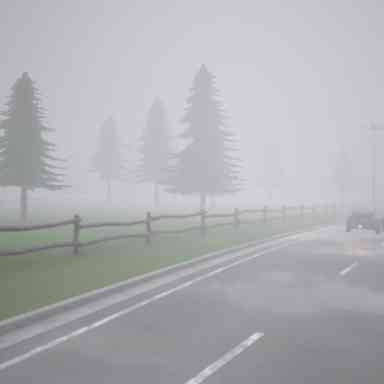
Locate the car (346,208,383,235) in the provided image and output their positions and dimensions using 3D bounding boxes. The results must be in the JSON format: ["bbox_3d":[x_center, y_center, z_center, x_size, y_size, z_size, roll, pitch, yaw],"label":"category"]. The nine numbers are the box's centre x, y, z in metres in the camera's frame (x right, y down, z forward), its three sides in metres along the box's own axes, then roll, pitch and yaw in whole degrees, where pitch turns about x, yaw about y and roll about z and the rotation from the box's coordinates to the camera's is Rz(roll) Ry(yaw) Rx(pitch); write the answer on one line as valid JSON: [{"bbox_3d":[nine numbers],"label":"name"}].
[{"bbox_3d":[11.284,1.790,21.345,1.837,1.490,4.892,0,0,37],"label":"car"}]
